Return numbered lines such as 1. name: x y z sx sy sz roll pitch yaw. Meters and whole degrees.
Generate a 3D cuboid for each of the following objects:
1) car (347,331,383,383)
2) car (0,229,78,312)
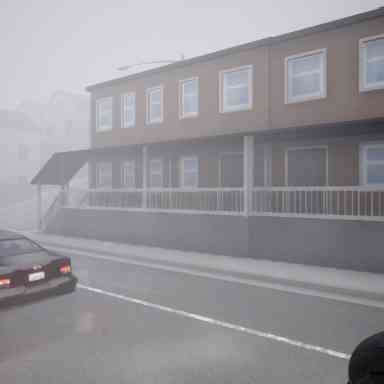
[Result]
1. car: 3.438 1.478 1.536 5.008 1.535 1.882 0 0 35
2. car: -4.804 1.548 7.391 5.357 1.411 2.033 0 0 36
